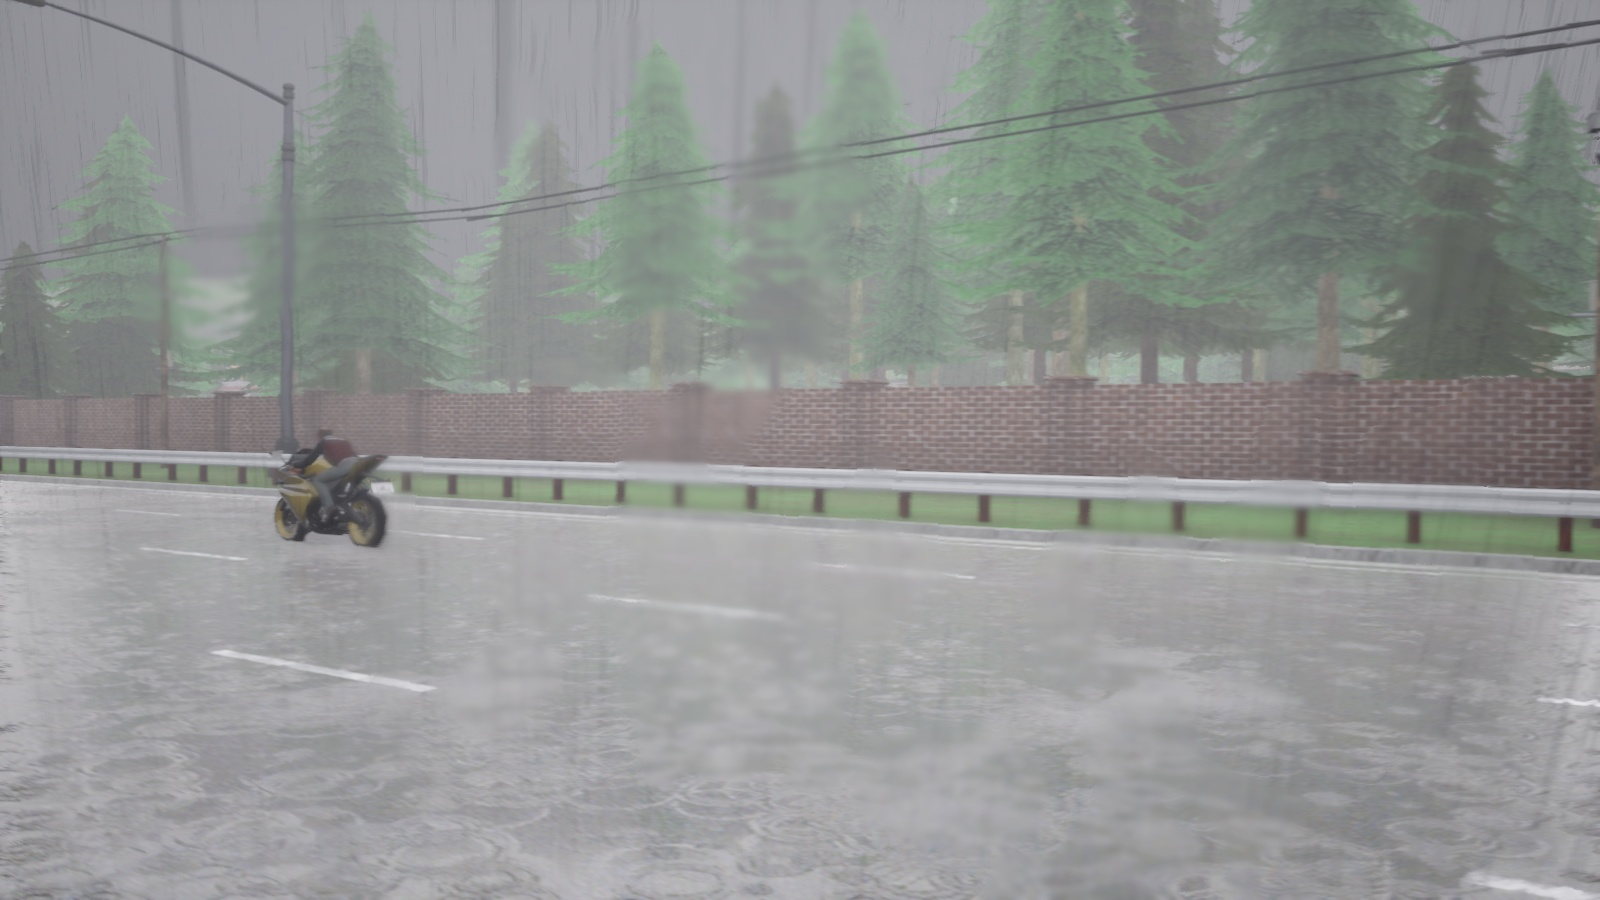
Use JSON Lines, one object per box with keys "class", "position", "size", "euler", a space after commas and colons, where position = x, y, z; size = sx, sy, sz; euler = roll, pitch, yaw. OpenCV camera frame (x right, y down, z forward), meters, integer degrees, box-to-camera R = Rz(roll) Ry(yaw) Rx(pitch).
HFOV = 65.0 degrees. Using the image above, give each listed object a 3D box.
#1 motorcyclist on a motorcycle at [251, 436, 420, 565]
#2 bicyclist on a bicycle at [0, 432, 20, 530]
{"class": "motorcyclist on a motorcycle", "position": [-5.920, 0.600, 15.962], "size": [2.191, 1.530, 0.866], "euler": [0, 1, 34]}
{"class": "bicyclist on a bicycle", "position": [-13.963, 0.516, 21.302], "size": [1.656, 1.620, 0.582], "euler": [0, 1, 34]}
